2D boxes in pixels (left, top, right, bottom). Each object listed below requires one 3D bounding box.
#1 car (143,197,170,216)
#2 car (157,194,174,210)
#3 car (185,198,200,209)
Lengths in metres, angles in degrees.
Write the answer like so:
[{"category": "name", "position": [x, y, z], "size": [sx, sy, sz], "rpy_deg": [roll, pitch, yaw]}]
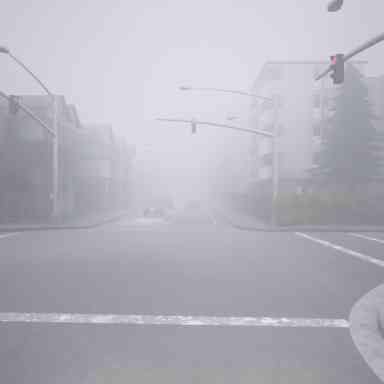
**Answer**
[{"category": "car", "position": [-3.581, 1.491, 32.388], "size": [2.128, 1.511, 4.902], "rpy_deg": [0, 0, 0]}, {"category": "car", "position": [-3.556, 1.221, 42.964], "size": [2.150, 2.045, 5.566], "rpy_deg": [0, 0, 0]}, {"category": "car", "position": [0.119, 1.526, 45.537], "size": [1.812, 1.442, 4.674], "rpy_deg": [0, 0, 0]}]
